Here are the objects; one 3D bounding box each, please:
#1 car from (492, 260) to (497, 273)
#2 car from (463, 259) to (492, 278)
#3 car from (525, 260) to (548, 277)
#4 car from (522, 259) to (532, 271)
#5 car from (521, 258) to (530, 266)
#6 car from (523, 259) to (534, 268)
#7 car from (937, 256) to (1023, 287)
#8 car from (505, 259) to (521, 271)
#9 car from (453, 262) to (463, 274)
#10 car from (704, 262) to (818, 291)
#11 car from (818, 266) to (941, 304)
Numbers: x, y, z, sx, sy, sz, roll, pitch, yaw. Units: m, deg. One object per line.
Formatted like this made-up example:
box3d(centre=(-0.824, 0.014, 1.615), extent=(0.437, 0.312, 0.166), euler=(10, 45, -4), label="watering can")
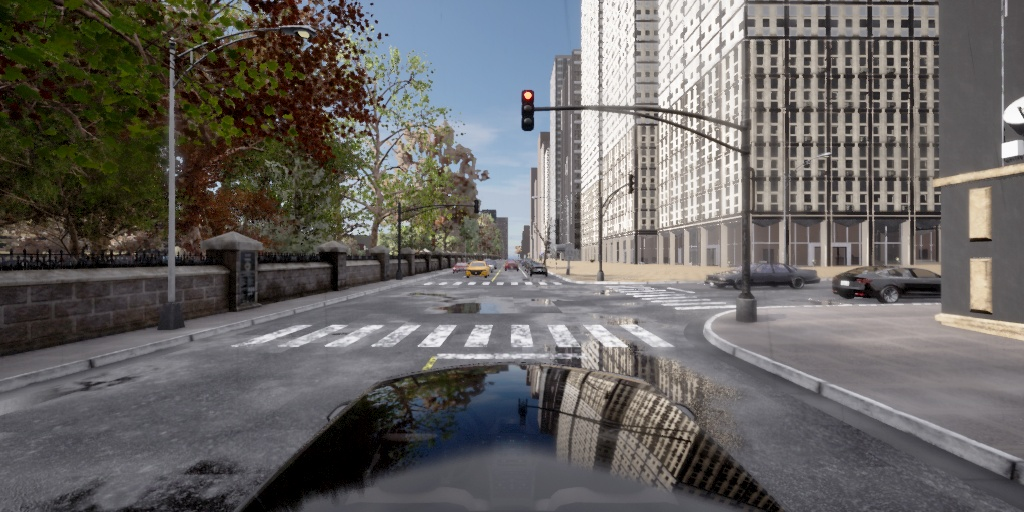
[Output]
box3d(centre=(-3.228, 1.372, 44.326), extent=(1.895, 1.301, 4.718), euler=(0, 0, 0), label="car")
box3d(centre=(-3.199, 1.241, 34.263), extent=(1.882, 1.535, 5.008), euler=(0, 0, 0), label="car")
box3d(centre=(2.583, 1.331, 36.092), extent=(1.948, 1.339, 4.313), euler=(0, 0, 0), label="car")
box3d(centre=(2.566, 1.335, 41.725), extent=(1.948, 1.339, 4.313), euler=(0, 0, 0), label="car")
box3d(centre=(2.548, 1.339, 47.357), extent=(1.948, 1.339, 4.313), euler=(0, 0, 0), label="car")
box3d(centre=(2.952, 1.297, 64.406), extent=(1.837, 1.490, 4.892), euler=(0, 0, 0), label="car")
box3d(centre=(26.579, 0.786, 19.440), extent=(4.892, 1.490, 1.837), euler=(-1, 0, -1), label="car")
box3d(centre=(-0.053, 1.303, 50.972), extent=(1.812, 1.442, 4.674), euler=(0, 0, 0), label="car")
box3d(centre=(-5.815, 1.351, 41.699), extent=(1.802, 1.307, 4.207), euler=(0, 0, 0), label="car")
box3d(centre=(13.393, 1.054, 19.317), extent=(5.357, 1.411, 2.033), euler=(-1, 0, -1), label="car")
box3d(centre=(14.649, 1.026, 13.547), extent=(4.313, 1.339, 1.948), euler=(0, 0, 0), label="car")
